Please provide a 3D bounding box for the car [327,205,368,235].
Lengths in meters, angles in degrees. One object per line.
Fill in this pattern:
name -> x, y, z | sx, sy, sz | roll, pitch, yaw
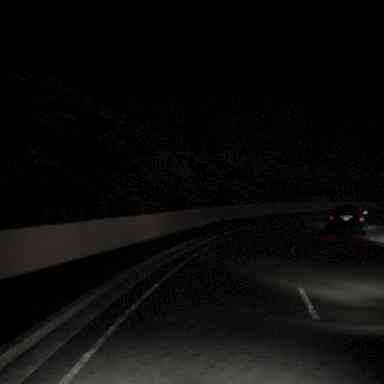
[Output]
car -> 9.836, 1.594, 20.947 | 2.097, 1.767, 4.553 | 0, -1, 28
